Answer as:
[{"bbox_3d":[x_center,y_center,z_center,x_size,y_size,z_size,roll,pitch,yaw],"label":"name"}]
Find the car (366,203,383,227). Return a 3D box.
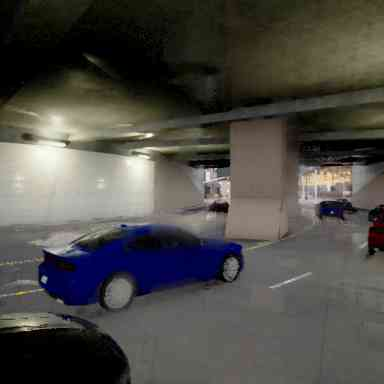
[{"bbox_3d":[13.740,1.564,23.401,1.994,1.385,4.181,0,0,19],"label":"car"}]

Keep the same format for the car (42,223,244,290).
[{"bbox_3d":[-0.877,1.478,7.817,5.008,1.535,1.882,0,0,-40],"label":"car"}]

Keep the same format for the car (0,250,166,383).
[{"bbox_3d":[-2.778,1.505,2.052,4.892,1.490,1.837,0,0,-33],"label":"car"}]

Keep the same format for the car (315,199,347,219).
[{"bbox_3d":[11.950,1.477,29.208,1.882,1.535,5.008,0,0,15],"label":"car"}]

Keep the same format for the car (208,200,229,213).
[{"bbox_3d":[3.066,1.601,37.496,1.895,1.301,4.718,0,0,12],"label":"car"}]

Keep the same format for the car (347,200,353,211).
[{"bbox_3d":[18.345,1.547,41.183,2.033,1.411,5.357,0,0,12],"label":"car"}]

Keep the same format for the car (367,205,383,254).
[{"bbox_3d":[8.066,1.478,12.759,1.882,1.535,5.008,0,0,36],"label":"car"}]
